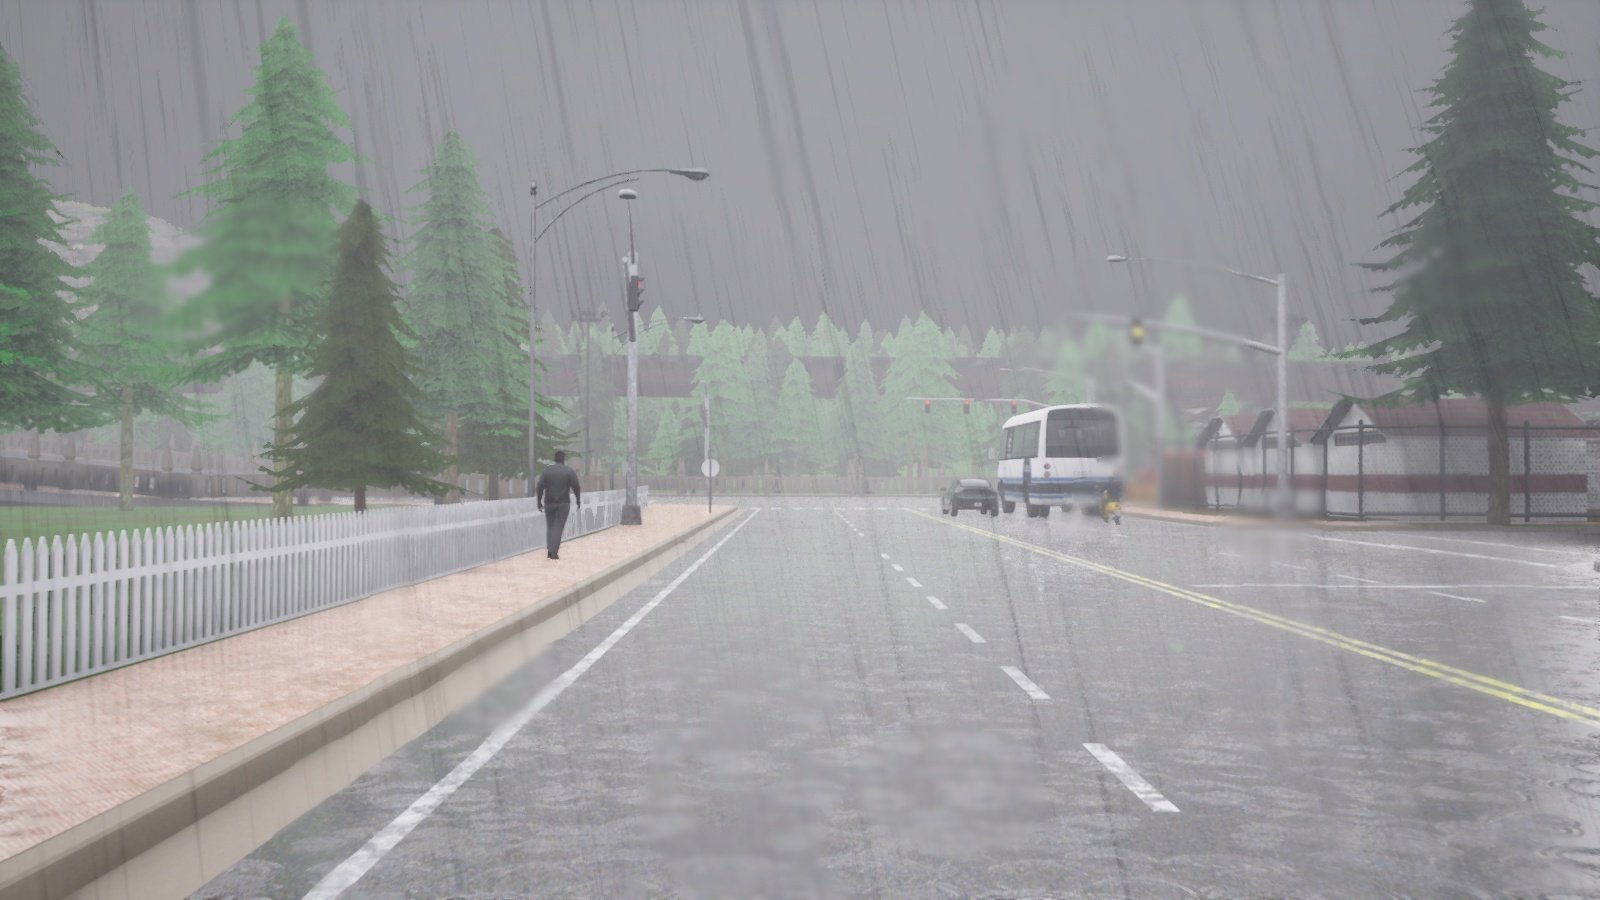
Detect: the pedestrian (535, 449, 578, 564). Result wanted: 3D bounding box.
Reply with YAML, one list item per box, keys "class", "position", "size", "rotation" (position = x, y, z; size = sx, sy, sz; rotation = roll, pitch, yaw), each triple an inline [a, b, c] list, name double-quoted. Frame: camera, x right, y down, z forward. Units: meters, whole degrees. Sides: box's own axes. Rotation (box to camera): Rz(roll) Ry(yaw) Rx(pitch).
- class: "pedestrian"
  position: [-4.063, 0.934, 20.989]
  size: [0.563, 1.883, 0.849]
  rotation: [0, -1, 0]

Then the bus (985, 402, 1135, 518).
- class: "bus"
  position: [10.364, 0.477, 51.468]
  size: [3.944, 4.253, 10.273]
  rotation: [0, -1, 0]

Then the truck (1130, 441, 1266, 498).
- class: "truck"
  position: [27.485, 1.359, 86.871]
  size: [8.468, 3.827, 2.891]
  rotation: [0, -1, -2]

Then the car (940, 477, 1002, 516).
- class: "car"
  position: [6.872, 1.861, 50.889]
  size: [1.837, 1.490, 4.892]
  rotation: [0, -1, 0]

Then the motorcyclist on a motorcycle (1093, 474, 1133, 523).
- class: "motorcyclist on a motorcycle"
  position: [10.395, 1.604, 41.747]
  size: [0.866, 1.590, 1.817]
  rotation: [0, -1, 0]
